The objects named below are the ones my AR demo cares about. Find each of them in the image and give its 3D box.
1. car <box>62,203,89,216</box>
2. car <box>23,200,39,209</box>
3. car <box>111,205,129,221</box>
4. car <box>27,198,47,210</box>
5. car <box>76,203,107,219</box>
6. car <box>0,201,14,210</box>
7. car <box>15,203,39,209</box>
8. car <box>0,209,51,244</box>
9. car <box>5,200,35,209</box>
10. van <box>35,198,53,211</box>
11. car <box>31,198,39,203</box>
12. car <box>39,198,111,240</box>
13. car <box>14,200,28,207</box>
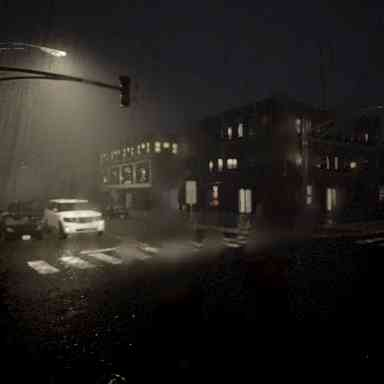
[{"bbox_3d":[-13.474,1.955,38.314,1.802,1.307,4.206,-2,0,-35],"label":"car"},{"bbox_3d":[-29.538,2.216,60.852,1.887,1.381,4.507,-2,0,-35],"label":"car"},{"bbox_3d":[-7.051,1.799,29.299,2.008,1.369,4.403,-2,0,-35],"label":"car"},{"bbox_3d":[-26.331,1.928,56.344,2.192,1.841,5.009,-2,0,-35],"label":"car"},{"bbox_3d":[-10.263,1.893,33.807,1.802,1.307,4.206,-2,0,-35],"label":"car"},{"bbox_3d":[-17.089,1.845,28.941,1.967,1.590,4.097,-2,0,-35],"label":"car"},{"bbox_3d":[-12.849,1.882,27.473,2.033,1.411,5.357,-1,0,-36],"label":"car"},{"bbox_3d":[-9.132,1.813,17.570,1.947,1.339,4.313,-2,0,-35],"label":"car"},{"bbox_3d":[-18.643,1.924,35.623,1.882,1.535,5.008,-1,0,-35],"label":"car"},{"bbox_3d":[-23.118,1.895,51.837,1.690,1.788,3.998,-2,0,-35],"label":"van"},{"bbox_3d":[-23.218,2.024,47.534,1.882,1.535,5.008,-1,0,-35],"label":"car"},{"bbox_3d":[-6.911,1.438,19.136,2.150,2.045,5.566,-1,0,-35],"label":"car"},{"bbox_3d":[-35.962,2.352,69.868,1.947,1.339,4.313,-2,0,-35],"label":"car"}]
